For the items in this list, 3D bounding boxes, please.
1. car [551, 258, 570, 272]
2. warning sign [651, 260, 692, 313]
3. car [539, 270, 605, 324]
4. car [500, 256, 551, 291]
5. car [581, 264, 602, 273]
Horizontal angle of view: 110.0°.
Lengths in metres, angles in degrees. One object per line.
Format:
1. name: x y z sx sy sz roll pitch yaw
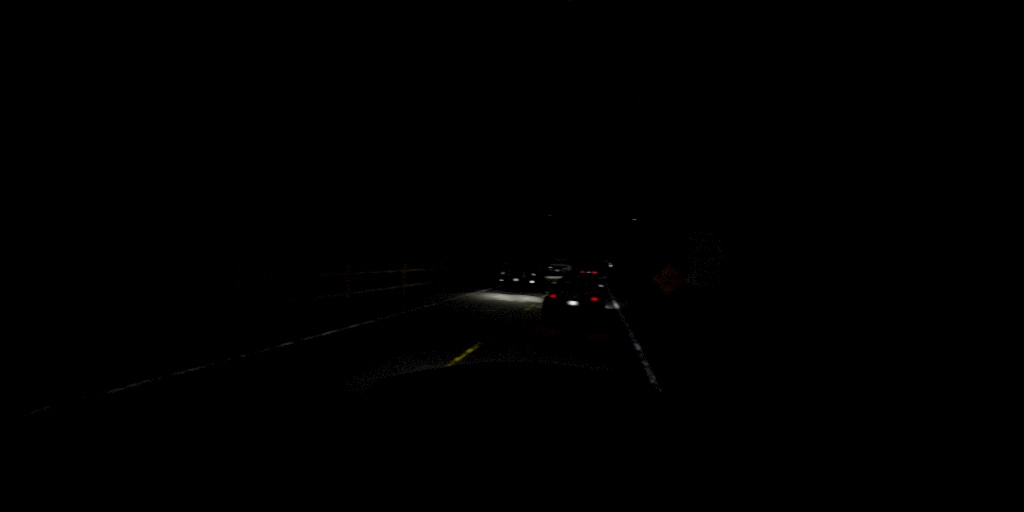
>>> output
1. car: 5.837 1.333 43.472 2.150 2.045 5.566 3 0 14
2. warning sign: 6.070 1.191 13.980 1.300 1.860 1.060 0 0 13
3. car: 2.324 1.443 13.004 1.994 1.385 4.181 3 0 13
4. car: 0.854 1.029 23.079 2.150 2.045 5.566 3 0 13
5. car: 8.490 1.757 39.299 2.033 1.411 5.357 3 0 14
